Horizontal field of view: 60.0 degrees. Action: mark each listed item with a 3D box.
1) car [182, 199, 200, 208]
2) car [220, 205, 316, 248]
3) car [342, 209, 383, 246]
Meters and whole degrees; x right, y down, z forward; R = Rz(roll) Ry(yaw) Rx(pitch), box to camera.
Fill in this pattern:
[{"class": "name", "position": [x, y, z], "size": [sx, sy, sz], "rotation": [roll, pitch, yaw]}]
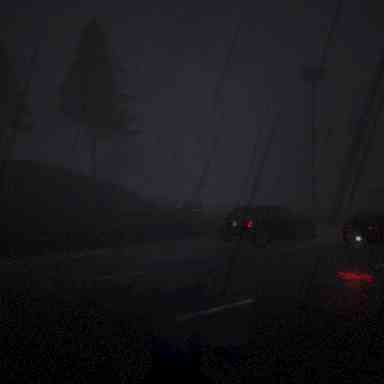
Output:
[{"class": "car", "position": [-0.088, 1.594, 46.137], "size": [1.895, 1.301, 4.718], "rotation": [0, 0, -12]}, {"class": "car", "position": [3.490, 1.348, 14.874], "size": [4.553, 1.767, 2.097], "rotation": [0, 0, -35]}, {"class": "car", "position": [8.261, 1.499, 13.962], "size": [4.892, 1.490, 1.837], "rotation": [0, 0, -35]}]
